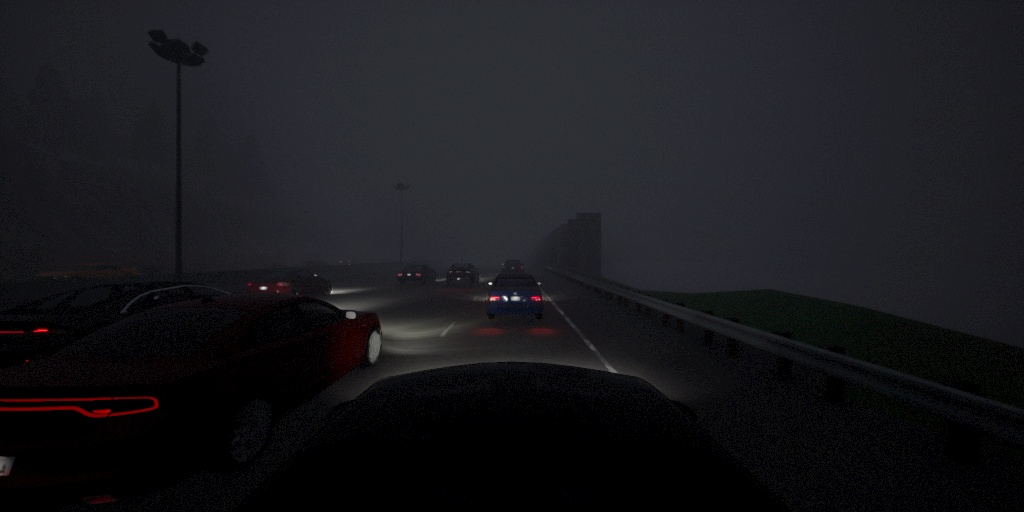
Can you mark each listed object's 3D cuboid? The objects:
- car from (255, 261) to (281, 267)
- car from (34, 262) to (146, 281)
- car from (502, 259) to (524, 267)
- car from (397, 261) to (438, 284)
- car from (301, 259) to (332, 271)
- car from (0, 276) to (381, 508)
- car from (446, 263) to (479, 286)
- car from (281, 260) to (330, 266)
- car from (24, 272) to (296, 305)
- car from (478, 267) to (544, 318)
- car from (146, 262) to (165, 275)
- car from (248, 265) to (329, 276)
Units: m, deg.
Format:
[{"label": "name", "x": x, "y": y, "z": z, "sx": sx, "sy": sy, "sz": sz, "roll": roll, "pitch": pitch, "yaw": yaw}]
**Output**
[{"label": "car", "x": -24.579, "y": 1.278, "z": 36.454, "sx": 1.812, "sy": 1.442, "sz": 4.674, "roll": 0, "pitch": 0, "yaw": 0}, {"label": "car", "x": -28.098, "y": 1.230, "z": 23.908, "sx": 1.882, "sy": 1.535, "sz": 5.008, "roll": 0, "pitch": 0, "yaw": 0}, {"label": "car", "x": 0.101, "y": 1.103, "z": 34.228, "sx": 2.097, "sy": 1.767, "sz": 4.553, "roll": 0, "pitch": 0, "yaw": 0}, {"label": "car", "x": -6.898, "y": 1.299, "z": 26.526, "sx": 2.033, "sy": 1.411, "sz": 5.357, "roll": 0, "pitch": 0, "yaw": 0}, {"label": "car", "x": -27.868, "y": 1.280, "z": 51.249, "sx": 1.812, "sy": 1.442, "sz": 4.674, "roll": 0, "pitch": 1, "yaw": 2}, {"label": "car", "x": -3.400, "y": 1.228, "z": 4.832, "sx": 1.882, "sy": 1.535, "sz": 5.008, "roll": 0, "pitch": 0, "yaw": 0}, {"label": "car", "x": -3.396, "y": 1.242, "z": 25.177, "sx": 2.128, "sy": 1.511, "sz": 4.902, "roll": 0, "pitch": 0, "yaw": 0}, {"label": "car", "x": -21.073, "y": 1.244, "z": 37.212, "sx": 2.128, "sy": 1.511, "sz": 4.902, "roll": 0, "pitch": 0, "yaw": 0}, {"label": "car", "x": -6.900, "y": 1.242, "z": 7.105, "sx": 2.128, "sy": 1.511, "sz": 4.902, "roll": 0, "pitch": 0, "yaw": 0}, {"label": "car", "x": 0.100, "y": 1.298, "z": 13.018, "sx": 2.033, "sy": 1.411, "sz": 5.357, "roll": 0, "pitch": 0, "yaw": 0}, {"label": "car", "x": -31.590, "y": 1.246, "z": 29.587, "sx": 2.128, "sy": 1.511, "sz": 4.902, "roll": 0, "pitch": 0, "yaw": 0}, {"label": "car", "x": -10.399, "y": 1.315, "z": 17.011, "sx": 1.994, "sy": 1.385, "sz": 4.181, "roll": 0, "pitch": 0, "yaw": 0}]
